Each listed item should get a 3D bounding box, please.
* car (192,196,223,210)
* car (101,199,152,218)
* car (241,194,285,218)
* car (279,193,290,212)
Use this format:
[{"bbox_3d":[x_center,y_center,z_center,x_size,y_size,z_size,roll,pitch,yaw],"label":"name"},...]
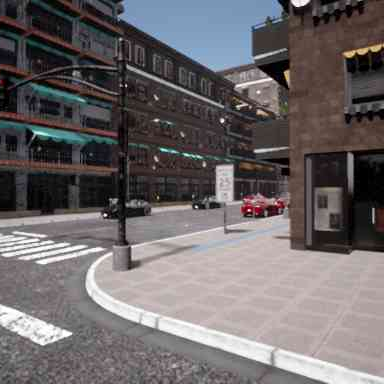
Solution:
[{"bbox_3d":[1.707,1.069,34.700,1.947,1.339,4.313,1,1,35],"label":"car"},{"bbox_3d":[-4.932,1.251,25.524,1.947,1.339,4.313,1,1,35],"label":"car"},{"bbox_3d":[5.323,1.111,25.162,1.887,1.381,4.507,1,1,35],"label":"car"},{"bbox_3d":[8.531,1.058,29.827,1.802,1.307,4.206,1,1,35],"label":"car"}]
